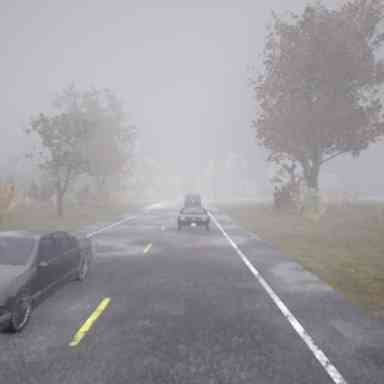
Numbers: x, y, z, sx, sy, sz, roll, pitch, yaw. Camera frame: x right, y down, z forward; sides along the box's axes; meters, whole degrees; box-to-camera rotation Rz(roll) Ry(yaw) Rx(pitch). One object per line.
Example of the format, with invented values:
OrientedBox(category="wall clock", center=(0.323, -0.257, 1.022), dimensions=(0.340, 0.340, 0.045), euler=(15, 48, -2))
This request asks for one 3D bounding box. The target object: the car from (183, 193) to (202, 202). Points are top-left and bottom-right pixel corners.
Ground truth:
OrientedBox(category="car", center=(0.091, 1.173, 42.237), dimensions=(2.150, 2.045, 5.566), euler=(0, 0, 0))

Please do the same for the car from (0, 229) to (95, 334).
OrientedBox(category="car", center=(-3.592, 1.528, 6.958), dimensions=(2.033, 1.411, 5.357), euler=(0, 0, 0))

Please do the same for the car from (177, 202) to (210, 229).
OrientedBox(category="car", center=(0.095, 1.557, 21.073), dimensions=(1.895, 1.301, 4.718), euler=(0, 0, 0))
